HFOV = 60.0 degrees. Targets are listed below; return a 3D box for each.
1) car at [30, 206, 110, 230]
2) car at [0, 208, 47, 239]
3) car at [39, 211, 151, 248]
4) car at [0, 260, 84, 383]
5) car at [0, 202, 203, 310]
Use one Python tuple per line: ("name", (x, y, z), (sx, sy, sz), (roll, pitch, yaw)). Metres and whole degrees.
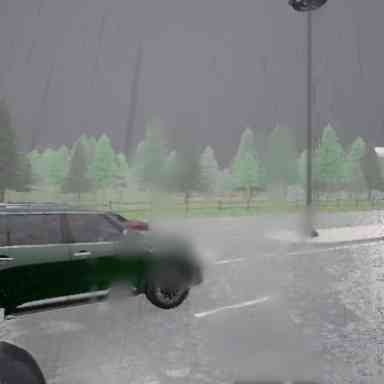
("car", (-7.850, 1.613, 21.471), (4.718, 1.301, 1.895), (0, 0, -26))
("car", (-9.627, 1.566, 16.750), (4.181, 1.385, 1.994), (0, 0, -26))
("car", (-4.433, 1.612, 15.363), (4.718, 1.301, 1.895), (0, 0, -26))
("car", (-3.196, 1.500, 1.406), (4.892, 1.490, 1.837), (0, 0, -36))
("car", (-2.448, 1.222, 6.229), (5.566, 2.045, 2.150), (1, 0, -34))
